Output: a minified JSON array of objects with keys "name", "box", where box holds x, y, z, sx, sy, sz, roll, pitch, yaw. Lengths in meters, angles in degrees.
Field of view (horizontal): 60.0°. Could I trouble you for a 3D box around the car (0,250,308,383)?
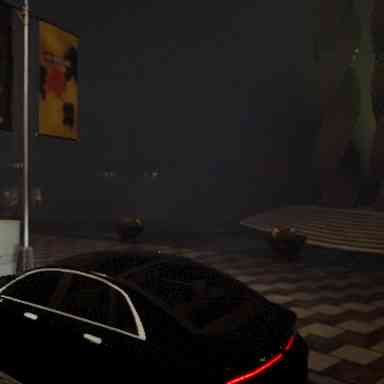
[{"name":"car","box":[-1.137,1.503,4.145,4.892,1.490,1.837,0,0,36]}]
